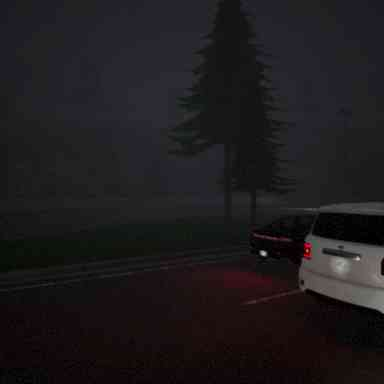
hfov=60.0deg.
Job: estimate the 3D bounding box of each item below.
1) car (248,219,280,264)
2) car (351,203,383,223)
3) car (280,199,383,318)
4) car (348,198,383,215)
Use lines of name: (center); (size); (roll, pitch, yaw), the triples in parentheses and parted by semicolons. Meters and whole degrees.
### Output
car: (3.973, 1.459, 10.375); (4.902, 1.511, 2.128); (0, 0, -33)
car: (14.515, 1.551, 25.206); (1.895, 1.301, 4.718); (0, 0, -12)
car: (4.564, 1.211, 6.633); (5.566, 2.045, 2.150); (0, 0, -33)
car: (18.180, 1.427, 32.395); (2.128, 1.511, 4.902); (0, 0, -34)
